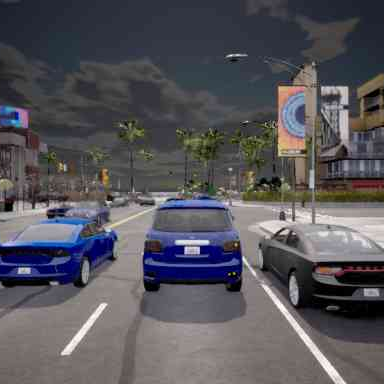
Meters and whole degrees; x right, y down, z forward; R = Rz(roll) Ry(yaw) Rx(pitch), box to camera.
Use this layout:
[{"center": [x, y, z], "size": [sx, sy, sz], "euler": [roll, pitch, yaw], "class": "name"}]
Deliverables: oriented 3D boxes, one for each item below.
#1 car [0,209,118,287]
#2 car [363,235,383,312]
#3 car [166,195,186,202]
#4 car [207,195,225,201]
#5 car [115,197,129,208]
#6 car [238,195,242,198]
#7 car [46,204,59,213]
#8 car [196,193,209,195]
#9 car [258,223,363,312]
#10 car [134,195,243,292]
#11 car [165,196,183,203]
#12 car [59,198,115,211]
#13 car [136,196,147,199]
[{"center": [-3.455, 1.478, 9.357], "size": [1.882, 1.535, 5.008], "euler": [0, 0, 0], "class": "car"}, {"center": [3.039, 1.354, 1.439], "size": [2.185, 1.767, 4.553], "euler": [0, 0, 0], "class": "car"}, {"center": [-3.727, 1.540, 76.886], "size": [2.033, 1.411, 5.357], "euler": [0, 0, 29], "class": "car"}, {"center": [6.397, 1.595, 88.701], "size": [4.718, 1.301, 1.895], "euler": [0, 0, -40], "class": "car"}, {"center": [-10.530, 1.526, 48.727], "size": [1.812, 1.442, 4.674], "euler": [0, 0, 2], "class": "car"}, {"center": [13.565, 1.525, 89.559], "size": [4.902, 1.511, 2.128], "euler": [0, 0, -37], "class": "car"}, {"center": [-10.637, 1.601, 28.354], "size": [1.895, 1.301, 4.718], "euler": [0, 0, 0], "class": "car"}, {"center": [2.156, 1.225, 79.270], "size": [2.150, 2.045, 5.566], "euler": [0, 0, 36], "class": "car"}, {"center": [2.891, 1.480, 7.864], "size": [2.097, 1.535, 5.008], "euler": [0, 0, 0], "class": "car"}, {"center": [0.037, 1.221, 9.103], "size": [2.150, 2.045, 5.566], "euler": [0, 0, 1], "class": "car"}, {"center": [-3.710, 1.601, 69.219], "size": [1.895, 1.301, 4.718], "euler": [0, 0, 23], "class": "car"}, {"center": [-7.129, 1.352, 23.167], "size": [2.097, 1.767, 4.553], "euler": [0, 0, 0], "class": "car"}, {"center": [-7.011, 1.547, 52.869], "size": [2.033, 1.411, 5.357], "euler": [0, 0, 2], "class": "car"}]
